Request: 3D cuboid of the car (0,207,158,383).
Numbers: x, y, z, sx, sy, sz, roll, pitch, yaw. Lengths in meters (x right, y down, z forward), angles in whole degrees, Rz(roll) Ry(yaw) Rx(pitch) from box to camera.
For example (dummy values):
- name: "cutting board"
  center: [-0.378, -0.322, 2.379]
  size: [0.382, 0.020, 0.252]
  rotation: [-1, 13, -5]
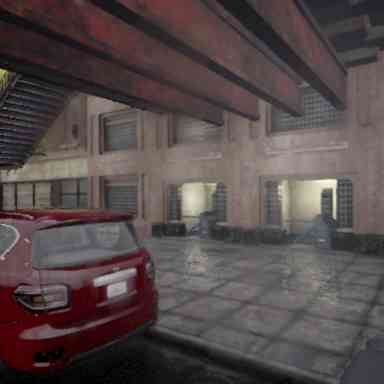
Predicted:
- name: "car"
  center: [-3.105, 1.285, 5.493]
  size: [5.566, 2.045, 2.435]
  rotation: [-1, 0, 35]

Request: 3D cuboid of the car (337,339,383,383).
- name: "car"
  center: [2.991, 1.575, 1.300]
  size: [4.718, 1.301, 1.895]
  rotation: [-1, 0, 35]
